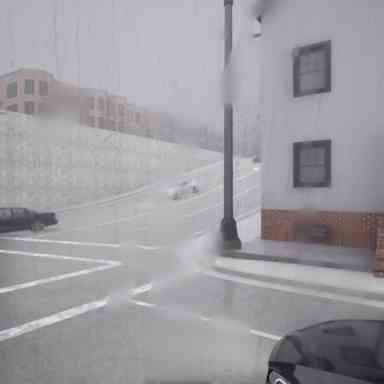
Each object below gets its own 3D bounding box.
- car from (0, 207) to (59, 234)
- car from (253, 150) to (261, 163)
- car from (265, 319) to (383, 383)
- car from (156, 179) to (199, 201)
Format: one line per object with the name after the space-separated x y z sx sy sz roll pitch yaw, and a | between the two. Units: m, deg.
-9.676 1.504 17.040 2.033 1.411 5.357 1 3 38 | car
9.831 -4.936 44.450 2.097 1.767 4.553 1 14 35 | car
2.752 1.526 2.008 4.674 1.442 1.812 0 0 36 | car
-1.194 -0.267 28.891 1.812 1.442 4.674 0 12 35 | car
